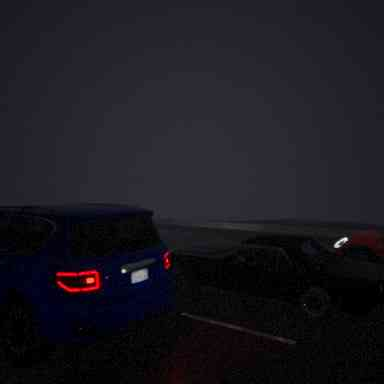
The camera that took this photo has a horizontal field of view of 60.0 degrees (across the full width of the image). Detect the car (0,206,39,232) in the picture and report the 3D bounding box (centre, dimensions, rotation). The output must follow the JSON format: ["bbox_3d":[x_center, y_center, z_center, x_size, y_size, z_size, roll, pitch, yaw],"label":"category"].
[{"bbox_3d":[-11.834,1.636,20.988,4.718,1.301,1.895,0,0,35],"label":"car"}]

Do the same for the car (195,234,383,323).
[{"bbox_3d":[1.509,1.598,7.194,4.718,1.301,1.895,0,0,36],"label":"car"}]

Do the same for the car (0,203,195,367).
[{"bbox_3d":[-2.887,1.230,6.035,5.566,2.045,2.150,0,0,35],"label":"car"}]

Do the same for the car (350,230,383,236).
[{"bbox_3d":[5.897,1.338,8.312,4.553,1.767,2.097,0,0,36],"label":"car"}]
